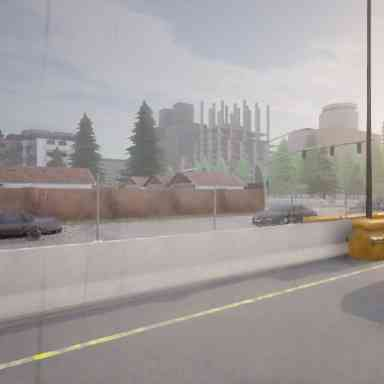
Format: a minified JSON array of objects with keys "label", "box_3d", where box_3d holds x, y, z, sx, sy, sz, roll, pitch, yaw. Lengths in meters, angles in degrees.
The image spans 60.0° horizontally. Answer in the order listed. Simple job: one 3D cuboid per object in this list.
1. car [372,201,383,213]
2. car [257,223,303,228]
[{"label":"car","box_3d":[10.895,1.351,20.279,4.553,1.767,2.097,0,0,-35]},{"label":"car","box_3d":[5.902,1.506,21.046,4.892,1.490,1.837,0,0,-35]}]
